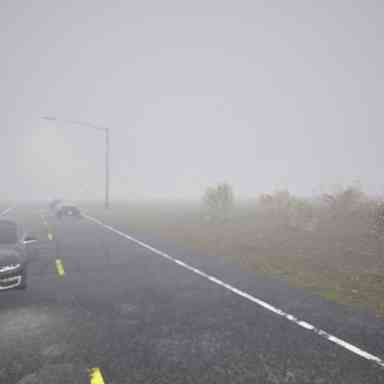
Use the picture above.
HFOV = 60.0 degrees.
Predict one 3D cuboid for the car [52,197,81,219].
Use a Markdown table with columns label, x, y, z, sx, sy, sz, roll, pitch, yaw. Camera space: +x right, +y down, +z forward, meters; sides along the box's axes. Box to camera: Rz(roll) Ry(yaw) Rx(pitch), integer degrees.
| label | x | y | z | sx | sy | sz | roll | pitch | yaw |
| --- | --- | --- | --- | --- | --- | --- | --- | --- | --- |
| car | -10.681 | 1.453 | 28.590 | 1.812 | 1.442 | 4.674 | 0 | 0 | -25 |

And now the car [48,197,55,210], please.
| label | x | y | z | sx | sy | sz | roll | pitch | yaw |
| --- | --- | --- | --- | --- | --- | --- | --- | --- | --- |
| car | -16.888 | 1.389 | 41.751 | 1.837 | 1.490 | 4.892 | 0 | 0 | -25 |

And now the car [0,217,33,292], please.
| label | x | y | z | sx | sy | sz | roll | pitch | yaw |
| --- | --- | --- | --- | --- | --- | --- | --- | --- | --- |
| car | -5.231 | 1.467 | 8.572 | 1.837 | 1.490 | 4.892 | 0 | 0 | -25 |
